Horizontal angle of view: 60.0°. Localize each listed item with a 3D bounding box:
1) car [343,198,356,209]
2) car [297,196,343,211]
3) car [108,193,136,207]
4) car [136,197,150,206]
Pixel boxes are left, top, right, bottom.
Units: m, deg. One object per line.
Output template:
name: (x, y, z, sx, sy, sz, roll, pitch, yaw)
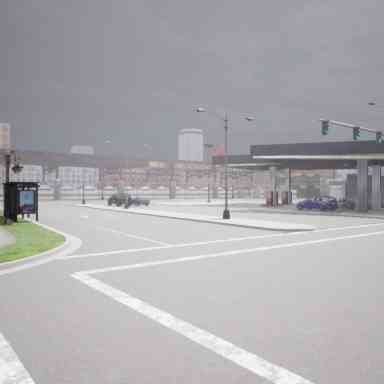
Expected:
car: (18.597, 1.456, 42.246, 1.970, 1.475, 3.806, 0, 0, -35)
car: (14.323, 1.295, 38.331, 2.242, 1.667, 4.611, 0, 0, -35)
car: (-11.367, 1.222, 52.222, 2.150, 2.045, 5.566, 0, 0, -35)
car: (-8.748, 1.547, 54.588, 2.033, 1.411, 5.357, 0, 0, -35)
